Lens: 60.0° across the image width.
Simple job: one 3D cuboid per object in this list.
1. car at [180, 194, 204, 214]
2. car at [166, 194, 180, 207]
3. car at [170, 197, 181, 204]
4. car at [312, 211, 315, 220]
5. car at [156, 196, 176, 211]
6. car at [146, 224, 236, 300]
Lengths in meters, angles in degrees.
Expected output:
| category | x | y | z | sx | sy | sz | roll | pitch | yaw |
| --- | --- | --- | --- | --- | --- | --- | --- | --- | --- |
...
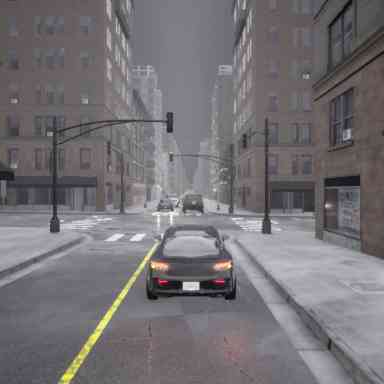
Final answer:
| category | x | y | z | sx | sy | sz | roll | pitch | yaw |
| --- | --- | --- | --- | --- | --- | --- | --- | --- | --- |
| car | 0.114 | 1.261 | 36.307 | 2.150 | 2.045 | 5.566 | 0 | 0 | -2 |
| car | -3.204 | 1.292 | 51.457 | 2.150 | 2.045 | 5.566 | 0 | 0 | 0 |
| car | -3.178 | 1.645 | 65.274 | 2.033 | 1.411 | 5.357 | 0 | 0 | 0 |
| car | 12.292 | 1.720 | 26.889 | 5.008 | 1.535 | 1.882 | 0 | 0 | -1 |
| car | -3.202 | 1.555 | 40.889 | 1.837 | 1.490 | 4.892 | 0 | 0 | -2 |
| car | -0.012 | 1.527 | 8.280 | 1.812 | 1.442 | 4.674 | 0 | 0 | 0 |
